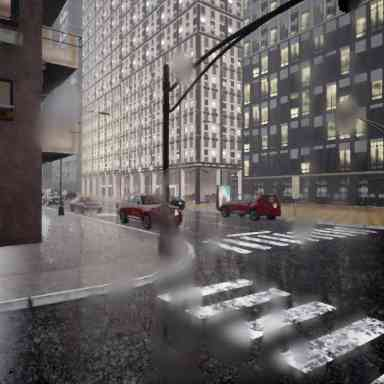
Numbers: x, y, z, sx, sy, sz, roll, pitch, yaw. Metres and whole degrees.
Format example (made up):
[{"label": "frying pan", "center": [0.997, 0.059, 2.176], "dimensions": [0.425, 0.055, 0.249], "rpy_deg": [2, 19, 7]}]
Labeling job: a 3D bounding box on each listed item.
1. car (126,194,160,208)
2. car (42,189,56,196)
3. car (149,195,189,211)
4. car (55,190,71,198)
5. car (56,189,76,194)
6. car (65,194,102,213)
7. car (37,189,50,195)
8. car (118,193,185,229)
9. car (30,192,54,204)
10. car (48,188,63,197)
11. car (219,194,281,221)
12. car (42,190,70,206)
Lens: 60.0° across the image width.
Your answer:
[{"label": "car", "center": [-5.602, 0.965, 37.745], "dimensions": [1.947, 1.339, 4.313], "rpy_deg": [1, 0, -36]}, {"label": "car", "center": [-31.675, 0.096, 73.654], "dimensions": [1.887, 1.381, 4.507], "rpy_deg": [1, 0, -36]}, {"label": "car", "center": [-2.342, 1.070, 33.256], "dimensions": [1.947, 1.339, 4.313], "rpy_deg": [1, 0, -36]}, {"label": "car", "center": [-25.157, 0.309, 64.677], "dimensions": [1.887, 1.381, 4.507], "rpy_deg": [1, 0, -36]}, {"label": "car", "center": [-19.516, 0.516, 52.476], "dimensions": [1.837, 1.490, 4.892], "rpy_deg": [0, 1, -36]}, {"label": "car", "center": [-9.086, 1.067, 28.282], "dimensions": [1.802, 1.307, 4.206], "rpy_deg": [2, 0, -36]}, {"label": "car", "center": [-34.935, -0.011, 78.143], "dimensions": [1.887, 1.381, 4.507], "rpy_deg": [1, 0, -36]}, {"label": "car", "center": [-2.562, 1.008, 19.306], "dimensions": [2.192, 1.841, 5.009], "rpy_deg": [2, 0, -36]}, {"label": "car", "center": [-18.862, 0.752, 41.744], "dimensions": [1.802, 1.307, 4.206], "rpy_deg": [2, 0, -36]}, {"label": "car", "center": [-28.413, 0.098, 69.165], "dimensions": [1.967, 1.590, 4.097], "rpy_deg": [1, 0, -36]}, {"label": "car", "center": [4.182, 1.027, 24.278], "dimensions": [2.192, 1.841, 5.009], "rpy_deg": [1, 0, -36]}, {"label": "car", "center": [-15.603, 0.826, 37.257], "dimensions": [2.008, 1.369, 4.403], "rpy_deg": [2, 0, -36]}]
